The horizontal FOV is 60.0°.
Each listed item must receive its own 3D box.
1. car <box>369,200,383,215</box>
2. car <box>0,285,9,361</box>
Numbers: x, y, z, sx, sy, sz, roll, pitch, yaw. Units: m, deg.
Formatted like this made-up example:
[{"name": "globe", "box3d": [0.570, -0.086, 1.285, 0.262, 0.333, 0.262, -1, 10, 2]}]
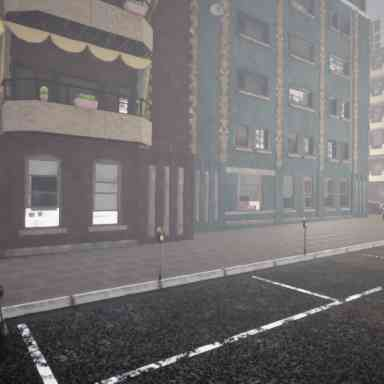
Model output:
[{"name": "car", "box3d": [16.169, 1.241, 32.669, 2.192, 1.841, 5.009, 1, 0, -36]}, {"name": "car", "box3d": [-4.161, 1.566, 3.121, 4.313, 1.339, 1.947, 0, 1, -35]}]
